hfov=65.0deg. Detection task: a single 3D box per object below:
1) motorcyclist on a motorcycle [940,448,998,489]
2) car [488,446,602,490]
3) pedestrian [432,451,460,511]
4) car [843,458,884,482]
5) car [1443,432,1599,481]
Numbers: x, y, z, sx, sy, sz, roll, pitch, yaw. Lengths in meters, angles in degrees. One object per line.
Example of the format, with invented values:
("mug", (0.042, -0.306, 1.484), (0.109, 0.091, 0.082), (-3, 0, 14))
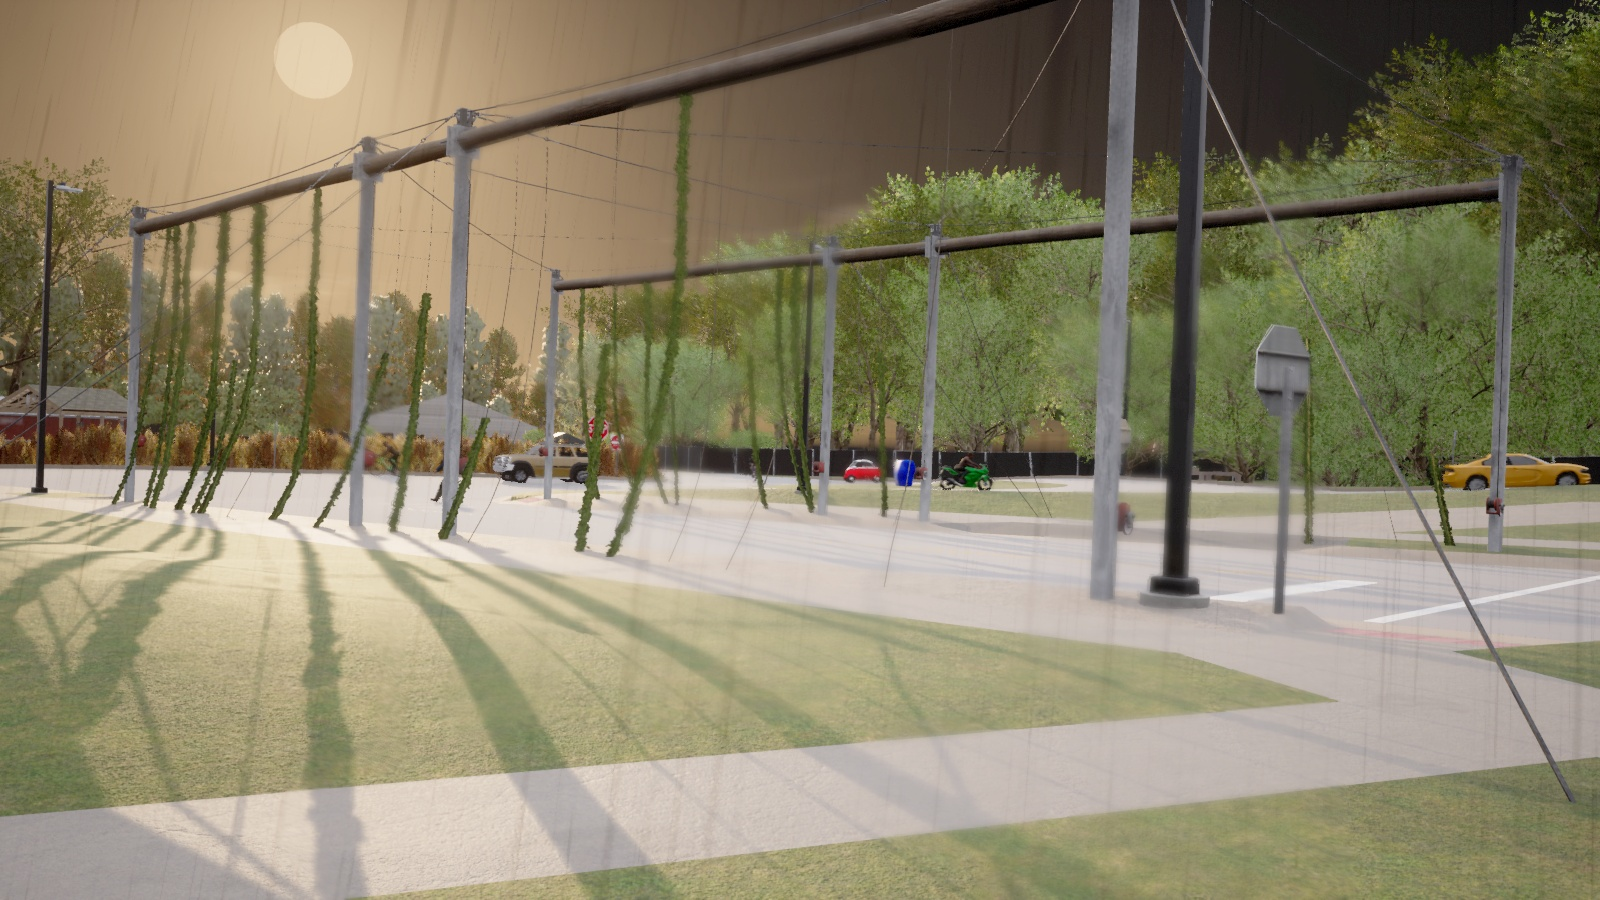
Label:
("motorcyclist on a motorcycle", (6.383, 0.700, 47.448), (2.044, 1.523, 0.797), (0, -1, 0))
("car", (-11.453, 0.809, 56.435), (4.605, 1.855, 1.932), (1, 1, -32))
("pedestrian", (-11.054, 0.968, 39.239), (0.726, 1.842, 0.402), (1, 0, -34))
("car", (3.723, 1.186, 73.654), (2.207, 1.376, 1.481), (-1, -1, -3))
("car", (28.044, 0.252, 49.017), (5.008, 1.535, 1.882), (-4, -1, 21))
